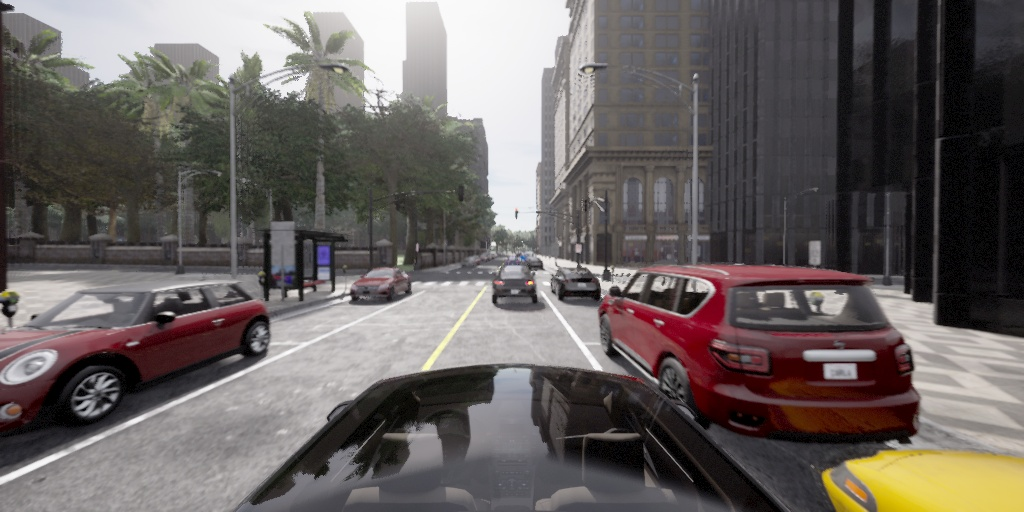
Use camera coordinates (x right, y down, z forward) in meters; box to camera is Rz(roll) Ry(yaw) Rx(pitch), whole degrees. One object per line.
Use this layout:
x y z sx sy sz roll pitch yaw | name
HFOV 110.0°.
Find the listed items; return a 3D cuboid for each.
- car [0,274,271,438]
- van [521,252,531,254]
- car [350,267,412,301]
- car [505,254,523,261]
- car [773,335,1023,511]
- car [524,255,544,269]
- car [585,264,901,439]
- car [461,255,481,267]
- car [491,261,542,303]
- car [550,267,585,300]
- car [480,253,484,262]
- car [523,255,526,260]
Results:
-5.762 1.151 5.427 1.967 1.591 4.097 0 0 0 | car
2.765 0.464 58.957 1.690 1.789 3.998 0 0 0 | van
-5.762 1.177 16.279 1.802 1.307 4.207 0 0 0 | car
0.102 0.787 46.663 1.812 1.442 4.674 0 1 0 | car
2.763 1.293 0.156 1.751 1.417 4.829 0 0 0 | car
2.764 0.871 42.697 1.948 1.339 4.313 0 0 0 | car
2.763 1.026 5.411 2.192 1.841 5.009 0 0 0 | car
-5.761 0.796 48.137 2.007 1.370 4.403 0 0 0 | car
0.096 1.129 15.510 1.812 1.442 4.674 0 1 0 | car
2.763 1.161 16.261 1.948 1.339 4.313 0 0 0 | car
-5.761 0.625 53.557 1.967 1.591 4.097 0 0 0 | car
2.764 0.811 48.117 1.948 1.339 4.313 0 0 0 | car
